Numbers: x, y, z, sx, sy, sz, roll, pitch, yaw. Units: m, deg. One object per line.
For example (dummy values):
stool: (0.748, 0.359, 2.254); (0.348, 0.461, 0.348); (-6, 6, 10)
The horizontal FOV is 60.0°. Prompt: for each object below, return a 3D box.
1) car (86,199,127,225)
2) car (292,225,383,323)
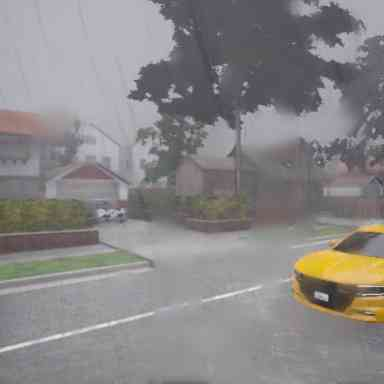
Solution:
car: (-5.555, 1.176, 20.666); (1.970, 1.475, 3.806); (0, 0, -35)
car: (4.194, 1.464, 6.992); (5.008, 1.535, 1.882); (0, 0, -35)
